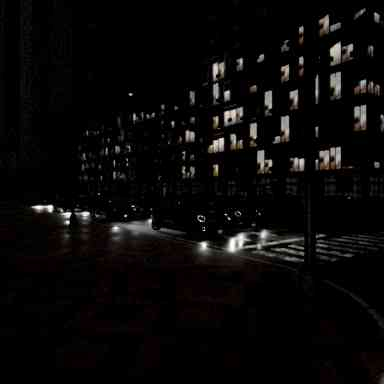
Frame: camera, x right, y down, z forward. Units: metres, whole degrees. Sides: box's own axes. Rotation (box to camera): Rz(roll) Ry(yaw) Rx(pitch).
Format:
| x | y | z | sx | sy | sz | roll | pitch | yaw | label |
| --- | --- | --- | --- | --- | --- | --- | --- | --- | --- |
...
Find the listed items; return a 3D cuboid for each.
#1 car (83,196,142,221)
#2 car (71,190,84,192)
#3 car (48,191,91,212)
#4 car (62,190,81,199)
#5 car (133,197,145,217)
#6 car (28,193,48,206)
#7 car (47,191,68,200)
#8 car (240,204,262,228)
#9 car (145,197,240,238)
| x | y | z | sx | sy | sz | roll | pitch | yaw | label |
| --- | --- | --- | --- | --- | --- | --- | --- | --- | --- |
| -5.709 | 1.207 | 23.514 | 1.895 | 1.301 | 4.718 | 0 | 1 | -38 | car |
| -16.226 | 0.635 | 47.699 | 1.837 | 1.490 | 4.892 | 0 | 1 | -38 | car |
| -11.435 | 0.942 | 30.782 | 1.837 | 1.490 | 4.892 | 0 | 1 | -38 | car |
| -21.670 | 0.412 | 59.891 | 1.812 | 1.442 | 4.674 | 0 | 1 | -38 | car |
| -4.022 | 1.124 | 26.621 | 2.033 | 1.411 | 5.357 | 0 | 1 | -38 | car |
| -17.637 | 0.816 | 38.719 | 1.994 | 1.385 | 4.181 | 0 | 1 | -37 | car |
| -22.631 | 0.539 | 55.854 | 1.895 | 1.301 | 4.718 | 0 | 1 | -38 | car |
| 1.854 | 1.103 | 19.187 | 2.097 | 1.767 | 4.553 | 0 | 1 | -38 | car |
| -0.131 | 1.123 | 16.456 | 2.097 | 1.767 | 4.553 | 0 | 1 | -38 | car |
